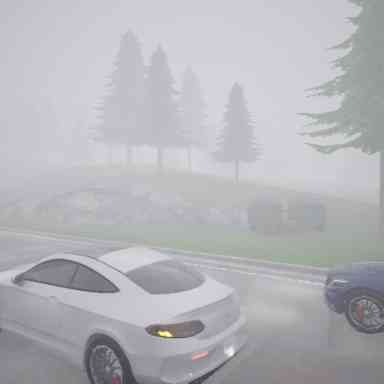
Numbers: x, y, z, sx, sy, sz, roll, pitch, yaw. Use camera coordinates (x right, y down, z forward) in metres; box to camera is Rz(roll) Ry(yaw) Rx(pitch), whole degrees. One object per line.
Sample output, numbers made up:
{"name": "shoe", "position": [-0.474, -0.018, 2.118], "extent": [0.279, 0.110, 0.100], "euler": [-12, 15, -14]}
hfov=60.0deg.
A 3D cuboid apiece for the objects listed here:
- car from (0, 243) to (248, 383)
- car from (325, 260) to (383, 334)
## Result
{"name": "car", "position": [-1.450, 1.526, 5.026], "extent": [4.674, 1.442, 1.812], "euler": [0, 0, 35]}
{"name": "car", "position": [4.524, 1.526, 5.065], "extent": [4.674, 1.442, 1.812], "euler": [0, 0, 35]}
